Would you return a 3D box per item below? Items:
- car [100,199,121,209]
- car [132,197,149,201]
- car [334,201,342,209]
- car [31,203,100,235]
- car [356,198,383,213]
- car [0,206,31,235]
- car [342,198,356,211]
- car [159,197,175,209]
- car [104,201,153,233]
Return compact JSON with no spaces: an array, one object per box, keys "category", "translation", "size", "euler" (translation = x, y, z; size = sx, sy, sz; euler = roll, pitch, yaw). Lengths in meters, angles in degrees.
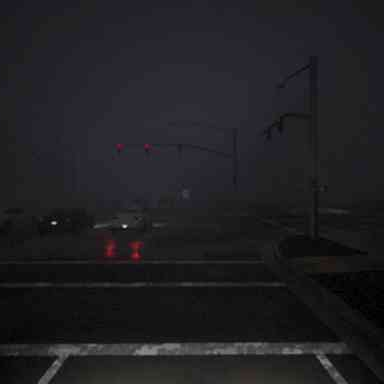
[{"category":"car","translation":[-10.348,1.495,42.612],"size":[1.895,1.301,4.718],"euler":[0,0,0]},{"category":"car","translation":[-6.848,1.395,44.209],"size":[1.837,1.490,4.892],"euler":[0,0,0]},{"category":"car","translation":[20.110,1.424,41.125],"size":[4.674,1.442,1.812],"euler":[0,0,1]},{"category":"car","translation":[-6.878,1.518,18.617],"size":[1.994,1.385,4.181],"euler":[0,0,0]},{"category":"car","translation":[20.030,1.407,34.131],"size":[4.902,1.511,2.128],"euler":[0,0,1]},{"category":"car","translation":[-10.378,1.480,18.416],"size":[1.812,1.442,4.674],"euler":[0,0,0]},{"category":"car","translation":[20.016,1.433,37.631],"size":[4.674,1.442,1.812],"euler":[0,0,1]},{"category":"car","translation":[-3.348,1.395,44.190],"size":[1.837,1.490,4.892],"euler":[0,0,0]},{"category":"car","translation":[-3.377,1.478,19.040],"size":[1.812,1.442,4.674],"euler":[0,0,0]}]
